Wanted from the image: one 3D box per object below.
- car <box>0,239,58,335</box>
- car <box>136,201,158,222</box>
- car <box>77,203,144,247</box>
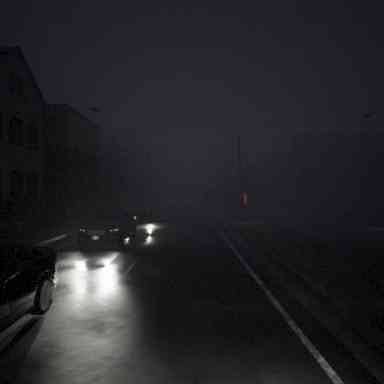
[{"bbox_3d":[-3.636,1.487,4.744,1.882,1.535,5.008,0,0,-1],"label":"car"},{"bbox_3d":[-3.786,1.489,26.275,1.882,1.535,5.008,0,0,0],"label":"car"},{"bbox_3d":[-3.726,1.502,15.285,2.128,1.511,4.902,0,0,0],"label":"car"}]
